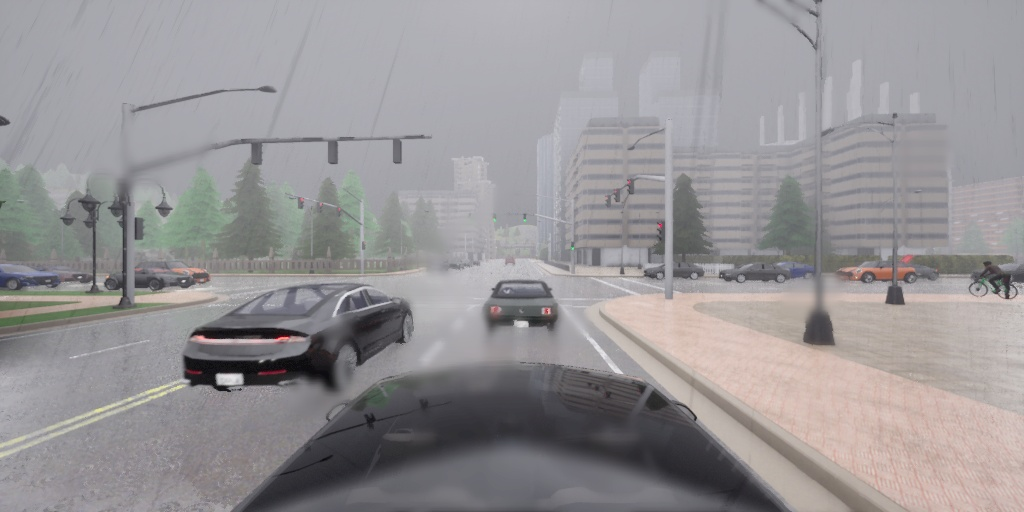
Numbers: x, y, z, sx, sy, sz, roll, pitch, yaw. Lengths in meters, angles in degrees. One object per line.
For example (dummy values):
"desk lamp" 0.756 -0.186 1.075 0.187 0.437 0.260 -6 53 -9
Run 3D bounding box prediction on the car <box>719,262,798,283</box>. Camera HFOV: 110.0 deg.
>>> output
"car" 18.480 1.274 27.396 4.892 1.490 1.837 0 0 2

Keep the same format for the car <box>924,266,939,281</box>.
"car" 33.262 1.335 30.408 4.181 1.385 1.994 0 0 1

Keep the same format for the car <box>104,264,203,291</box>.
"car" -21.637 1.328 21.516 4.181 1.385 1.994 0 0 2

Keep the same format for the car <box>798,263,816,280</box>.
"car" 23.306 1.249 30.738 5.008 1.535 1.882 0 0 2

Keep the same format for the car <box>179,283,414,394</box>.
"car" -3.298 1.246 6.683 2.128 1.511 4.902 0 0 1

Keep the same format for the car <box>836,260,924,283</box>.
"car" 27.413 1.121 27.099 4.553 1.767 2.097 0 0 2

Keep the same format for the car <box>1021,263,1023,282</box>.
"car" 36.871 1.244 23.085 5.008 1.535 1.882 0 0 2

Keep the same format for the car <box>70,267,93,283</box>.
"car" -32.523 1.330 25.392 4.181 1.385 1.994 0 0 2

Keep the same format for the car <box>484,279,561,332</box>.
"car" 0.297 1.358 10.885 1.895 1.301 4.718 0 0 1

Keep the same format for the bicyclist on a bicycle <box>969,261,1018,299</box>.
"bicyclist on a bicycle" 21.180 1.061 15.817 0.582 1.620 1.656 0 0 2

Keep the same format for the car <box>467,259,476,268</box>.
"car" -8.160 1.300 64.149 1.837 1.490 4.892 0 0 2

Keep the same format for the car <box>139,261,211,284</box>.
"car" -23.890 1.118 25.095 4.553 1.767 2.097 0 0 2

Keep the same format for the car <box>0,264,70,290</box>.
"car" -30.625 1.242 21.825 5.008 1.535 1.882 0 0 2

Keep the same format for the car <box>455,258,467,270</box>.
"car" -8.534 1.140 54.012 2.097 1.767 4.553 0 0 2

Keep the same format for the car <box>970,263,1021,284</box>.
"car" 37.528 1.247 26.754 5.008 1.535 1.882 0 0 2

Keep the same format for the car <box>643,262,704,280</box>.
"car" 13.959 1.276 31.046 4.892 1.490 1.837 0 0 2

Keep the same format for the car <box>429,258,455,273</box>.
"car" -8.869 1.272 44.285 2.128 1.511 4.902 0 0 2
